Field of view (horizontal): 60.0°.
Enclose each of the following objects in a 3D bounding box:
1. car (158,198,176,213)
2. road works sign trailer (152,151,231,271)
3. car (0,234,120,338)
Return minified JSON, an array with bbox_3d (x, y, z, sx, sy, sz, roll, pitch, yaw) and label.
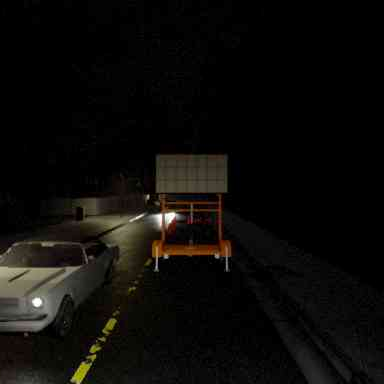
[{"bbox_3d":[-2.780,1.501,37.970,2.128,1.511,4.902,0,0,0],"label":"car"},{"bbox_3d":[-0.008,0.464,10.841,2.380,3.560,2.880,0,0,0],"label":"road works sign trailer"},{"bbox_3d":[-2.855,1.600,6.718,1.895,1.301,4.718,0,0,0],"label":"car"}]
